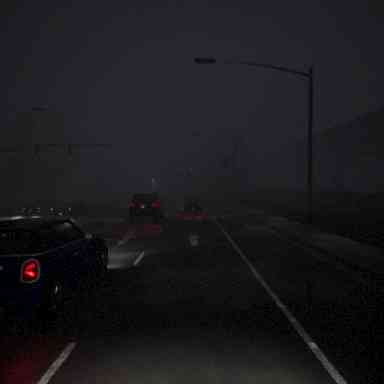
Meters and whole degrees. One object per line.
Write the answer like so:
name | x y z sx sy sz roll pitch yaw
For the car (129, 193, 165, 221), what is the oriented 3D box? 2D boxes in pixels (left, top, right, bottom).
car | -3.398 1.085 25.614 2.150 2.045 5.566 0 1 0

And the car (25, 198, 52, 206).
car | -14.001 1.341 31.132 1.837 1.490 4.892 0 1 0

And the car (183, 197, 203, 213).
car | 0.099 1.272 33.137 2.128 1.511 4.902 0 1 0

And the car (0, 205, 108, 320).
car | -3.401 1.341 7.466 2.097 1.767 4.553 0 0 0

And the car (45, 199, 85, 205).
car | -10.524 1.433 28.866 1.895 1.301 4.718 0 1 0
